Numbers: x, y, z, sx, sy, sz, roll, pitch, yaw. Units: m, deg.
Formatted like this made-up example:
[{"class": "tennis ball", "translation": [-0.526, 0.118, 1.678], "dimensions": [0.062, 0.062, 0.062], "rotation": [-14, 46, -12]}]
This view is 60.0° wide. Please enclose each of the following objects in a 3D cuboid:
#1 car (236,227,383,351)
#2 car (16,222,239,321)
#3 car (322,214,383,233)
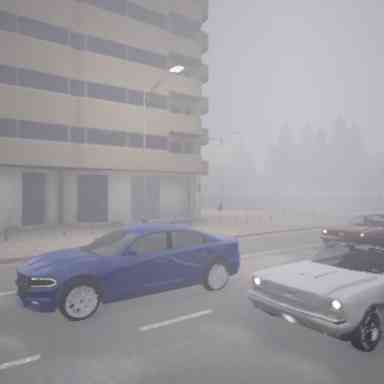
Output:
[{"class": "car", "translation": [3.274, 1.592, 6.281], "dimensions": [4.718, 1.301, 1.895], "rotation": [0, 0, -35]}, {"class": "car", "translation": [-1.130, 1.472, 7.455], "dimensions": [5.008, 1.535, 1.882], "rotation": [0, 0, -35]}, {"class": "car", "translation": [7.258, 1.580, 13.376], "dimensions": [4.718, 1.301, 1.895], "rotation": [0, 0, -35]}]
